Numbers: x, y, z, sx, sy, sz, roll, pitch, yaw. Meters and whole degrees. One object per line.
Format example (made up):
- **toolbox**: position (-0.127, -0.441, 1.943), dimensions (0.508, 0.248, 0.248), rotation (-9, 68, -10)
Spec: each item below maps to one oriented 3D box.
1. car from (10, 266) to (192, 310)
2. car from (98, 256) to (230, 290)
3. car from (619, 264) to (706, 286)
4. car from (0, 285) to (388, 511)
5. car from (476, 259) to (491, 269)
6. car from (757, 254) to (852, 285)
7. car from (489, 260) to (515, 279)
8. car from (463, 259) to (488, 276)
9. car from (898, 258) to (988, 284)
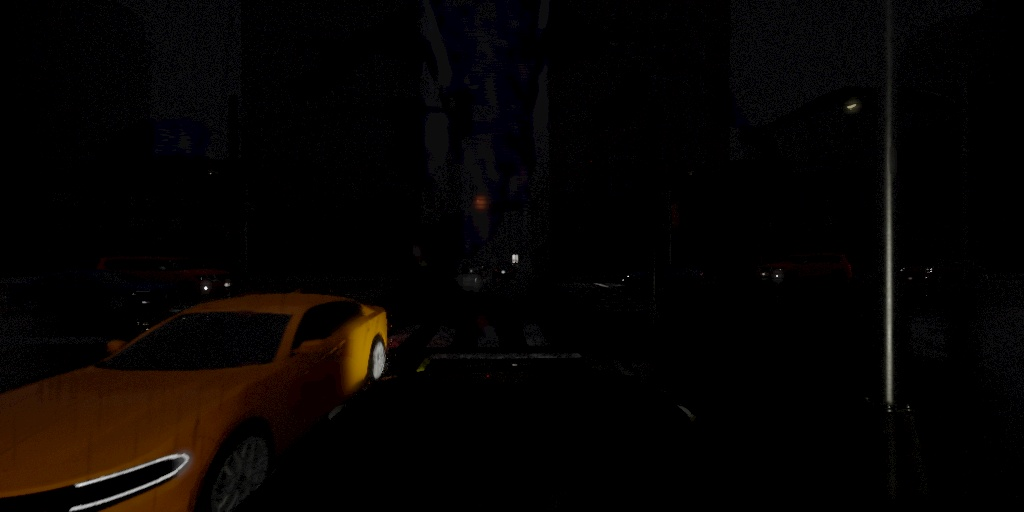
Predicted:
- **car**: position (-15.788, 1.281, 13.761), dimensions (5.008, 1.535, 1.882), rotation (1, 0, -2)
- **car**: position (-16.352, 1.027, 16.996), dimensions (5.566, 2.045, 2.150), rotation (0, 0, -2)
- **car**: position (10.222, 1.244, 24.519), dimensions (5.357, 1.411, 2.033), rotation (0, 0, -2)
- **car**: position (-2.992, 1.228, 4.248), dimensions (1.882, 1.535, 5.008), rotation (1, 0, -3)
- **car**: position (-4.542, 1.282, 58.289), dimensions (2.128, 1.511, 4.902), rotation (0, 0, -1)
- **car**: position (20.180, 0.883, 24.826), dimensions (5.566, 2.045, 2.150), rotation (0, 0, -2)
- **car**: position (-0.736, 1.327, 32.365), dimensions (1.994, 1.385, 4.181), rotation (0, 0, 0)
- **car**: position (-3.982, 1.260, 37.514), dimensions (2.128, 1.511, 4.902), rotation (0, 0, -2)
- **car**: position (30.072, 0.982, 25.122), dimensions (4.553, 1.767, 2.097), rotation (0, 0, -2)
